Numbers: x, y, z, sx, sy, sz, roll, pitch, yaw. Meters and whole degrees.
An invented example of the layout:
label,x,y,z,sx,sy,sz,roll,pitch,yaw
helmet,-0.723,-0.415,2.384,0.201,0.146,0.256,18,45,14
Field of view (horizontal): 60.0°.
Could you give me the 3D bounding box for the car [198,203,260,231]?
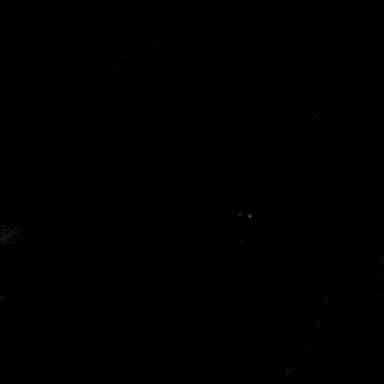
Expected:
label,x,y,z,sx,sy,sz,roll,pitch,yaw
car,2.366,1.587,22.704,2.097,1.767,4.553,0,-1,-37
